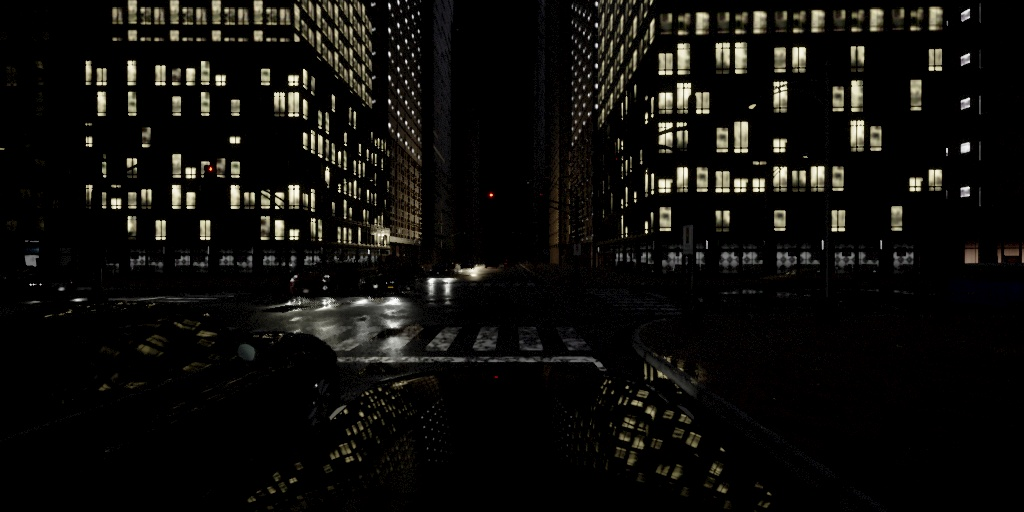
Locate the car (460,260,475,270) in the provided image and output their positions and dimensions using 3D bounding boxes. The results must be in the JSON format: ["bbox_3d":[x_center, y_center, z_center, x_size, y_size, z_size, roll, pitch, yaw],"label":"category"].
[{"bbox_3d":[-6.914,1.312,55.701,1.882,1.535,5.008,0,0,0],"label":"car"}]

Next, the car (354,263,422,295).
[{"bbox_3d":[-6.710,1.264,20.014,1.837,1.490,4.892,0,-1,0],"label":"car"}]

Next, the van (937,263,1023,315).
[{"bbox_3d":[18.292,1.119,12.792,3.998,1.789,1.690,0,0,2],"label":"van"}]

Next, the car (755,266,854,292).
[{"bbox_3d":[16.971,1.293,20.956,4.829,1.417,1.751,0,0,2],"label":"car"}]

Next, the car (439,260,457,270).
[{"bbox_3d":[-10.169,1.403,57.192,1.994,1.385,4.181,0,0,0],"label":"car"}]

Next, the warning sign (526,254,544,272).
[{"bbox_3d":[2.611,0.910,40.854,1.300,1.860,1.060,0,0,0],"label":"warning sign"}]

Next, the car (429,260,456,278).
[{"bbox_3d":[-6.805,1.309,35.148,1.812,1.442,4.674,0,0,0],"label":"car"}]

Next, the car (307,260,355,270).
[{"bbox_3d":[-9.959,1.107,19.554,2.097,1.767,4.553,0,0,0],"label":"car"}]

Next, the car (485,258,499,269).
[{"bbox_3d":[-3.502,1.206,61.752,2.097,1.767,4.553,0,0,-2],"label":"car"}]

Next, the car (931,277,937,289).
[{"bbox_3d":[26.808,1.356,20.531,4.207,1.307,1.802,0,0,2],"label":"car"}]

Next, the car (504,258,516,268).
[{"bbox_3d":[-0.380,1.426,63.851,1.994,1.385,4.181,0,0,0],"label":"car"}]

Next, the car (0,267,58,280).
[{"bbox_3d":[-23.084,1.250,16.416,4.902,1.511,2.128,0,0,0],"label":"car"}]

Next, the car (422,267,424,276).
[{"bbox_3d":[-10.057,1.348,35.460,1.994,1.385,4.181,0,0,0],"label":"car"}]

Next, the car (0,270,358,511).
[{"bbox_3d":[-3.155,1.102,2.581,2.097,1.767,4.553,0,0,0],"label":"car"}]
